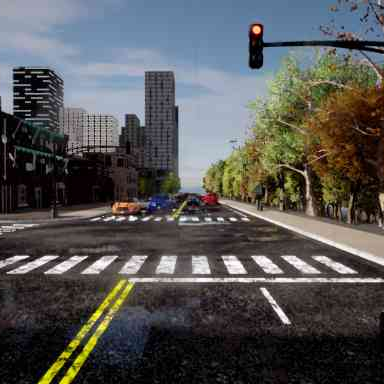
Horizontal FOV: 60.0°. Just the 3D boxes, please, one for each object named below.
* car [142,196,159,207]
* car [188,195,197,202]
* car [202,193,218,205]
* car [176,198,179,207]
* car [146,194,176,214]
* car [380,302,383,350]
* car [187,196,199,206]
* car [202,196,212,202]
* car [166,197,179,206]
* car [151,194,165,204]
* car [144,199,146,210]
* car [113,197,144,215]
[{"bbox_3d":[-6.472,1.473,52.726,2.128,1.511,4.902,0,0,0],"label":"car"},{"bbox_3d":[0.162,1.510,74.836,2.033,1.411,5.357,0,0,0],"label":"car"},{"bbox_3d":[3.478,1.200,59.218,2.150,2.045,5.566,0,0,0],"label":"car"},{"bbox_3d":[-3.232,1.336,45.576,2.097,1.767,4.553,0,0,0],"label":"car"},{"bbox_3d":[-3.261,1.210,35.885,2.150,2.045,5.566,0,0,0],"label":"car"},{"bbox_3d":[3.357,1.491,2.396,2.128,1.511,4.902,0,0,0],"label":"car"},{"bbox_3d":[0.218,1.581,54.607,1.895,1.301,4.718,0,0,0],"label":"car"},{"bbox_3d":[3.416,1.522,75.928,1.994,1.385,4.181,0,0,0],"label":"car"},{"bbox_3d":[-3.216,1.581,54.917,1.895,1.301,4.718,0,0,0],"label":"car"},{"bbox_3d":[-6.413,1.329,63.579,2.097,1.767,4.553,0,0,1],"label":"car"},{"bbox_3d":[-6.492,1.587,42.722,1.895,1.301,4.718,0,0,0],"label":"car"},{"bbox_3d":[-6.550,1.342,33.736,2.097,1.767,4.553,0,0,1],"label":"car"}]
